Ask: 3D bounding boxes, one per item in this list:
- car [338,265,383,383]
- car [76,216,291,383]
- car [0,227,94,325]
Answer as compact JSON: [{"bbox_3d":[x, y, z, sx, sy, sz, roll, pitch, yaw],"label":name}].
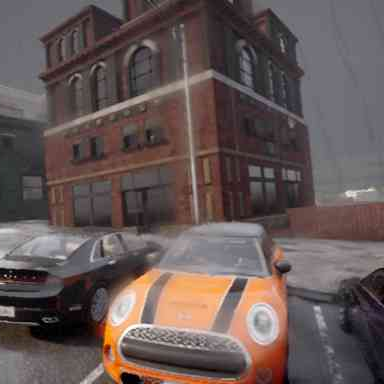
[{"bbox_3d":[2.939,1.514,3.657,2.163,1.488,4.792,0,-1,16],"label":"car"},{"bbox_3d":[0.463,1.362,5.426,2.185,1.767,4.553,1,-1,15],"label":"car"},{"bbox_3d":[-2.044,1.492,7.152,2.231,1.521,4.892,0,-1,15],"label":"car"}]
